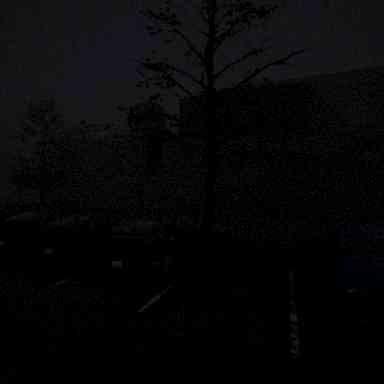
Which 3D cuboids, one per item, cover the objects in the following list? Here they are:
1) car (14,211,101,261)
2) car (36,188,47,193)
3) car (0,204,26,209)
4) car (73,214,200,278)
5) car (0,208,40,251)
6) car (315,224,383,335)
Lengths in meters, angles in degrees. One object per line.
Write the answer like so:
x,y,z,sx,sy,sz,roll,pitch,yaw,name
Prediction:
-3.499,1.516,12.060,2.231,1.521,4.892,0,-1,17,car
-37.079,-0.497,82.799,4.674,1.452,2.002,2,5,38,car
-10.509,1.439,17.492,2.185,1.767,4.553,0,-1,19,car
-1.119,1.504,10.301,2.231,1.521,4.892,0,-1,17,car
-5.860,1.531,13.838,2.231,1.521,4.892,0,-1,18,car
3.686,1.484,6.854,2.097,1.535,5.008,0,-1,16,car
